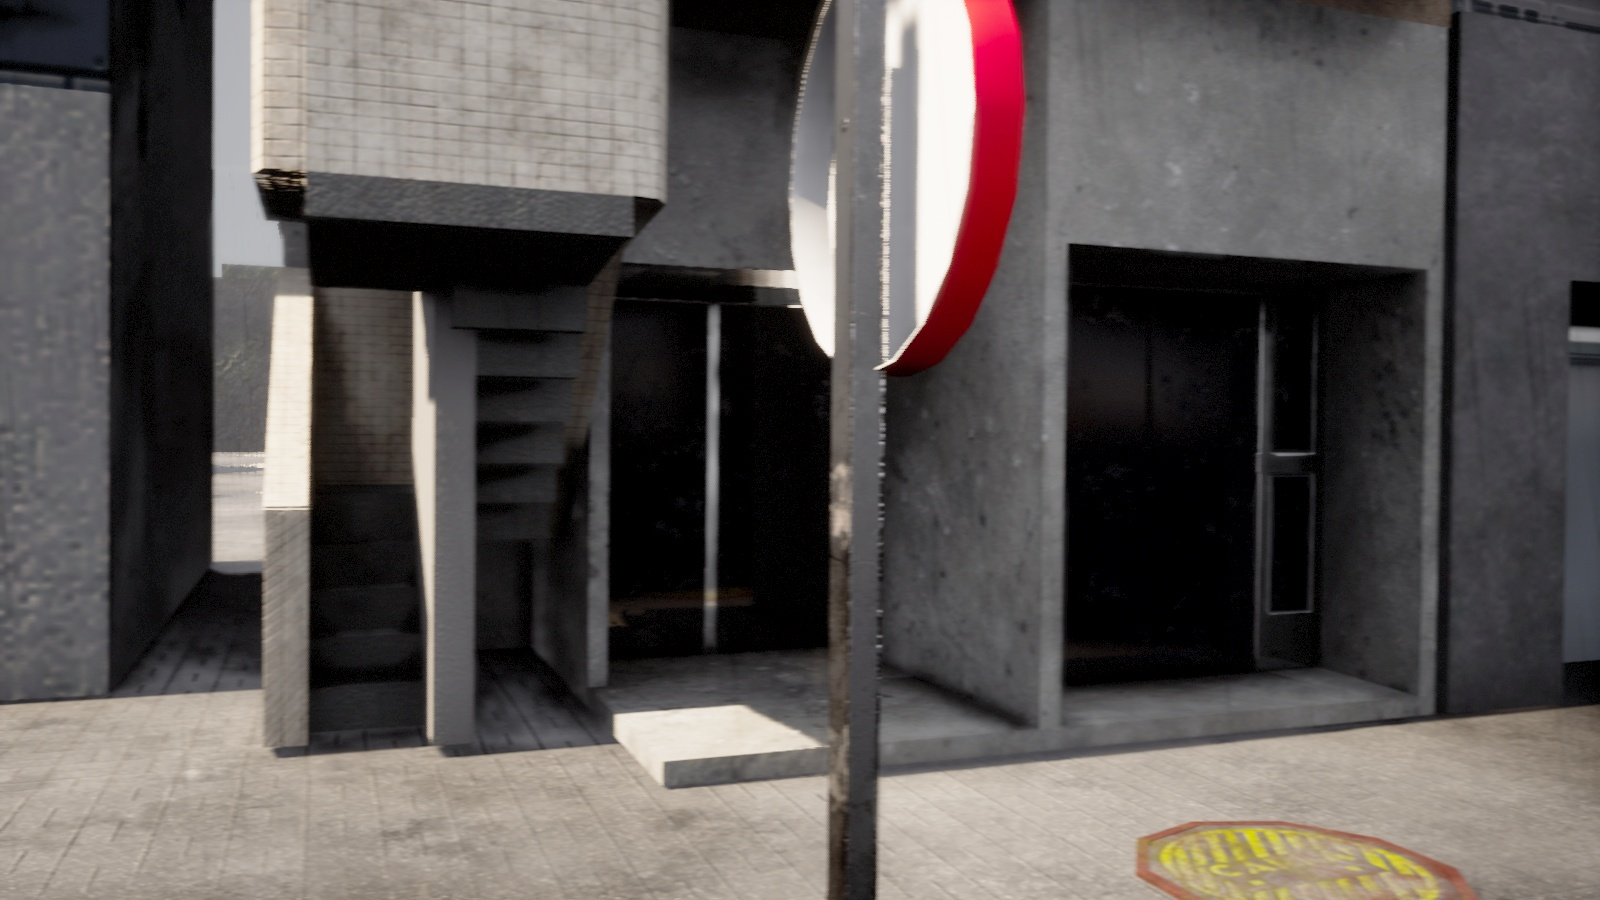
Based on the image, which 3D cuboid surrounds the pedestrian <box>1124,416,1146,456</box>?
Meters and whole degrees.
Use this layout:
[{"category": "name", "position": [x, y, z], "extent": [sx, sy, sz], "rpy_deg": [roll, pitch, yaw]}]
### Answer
[{"category": "pedestrian", "position": [16.855, -0.704, 63.153], "extent": [0.659, 1.952, 0.873], "rpy_deg": [-1, 1, -22]}]
